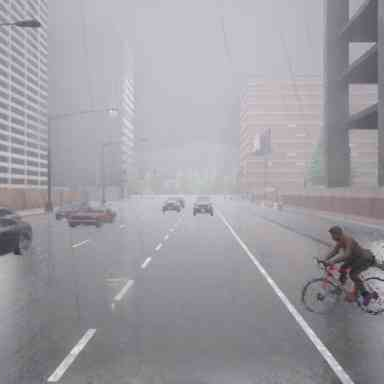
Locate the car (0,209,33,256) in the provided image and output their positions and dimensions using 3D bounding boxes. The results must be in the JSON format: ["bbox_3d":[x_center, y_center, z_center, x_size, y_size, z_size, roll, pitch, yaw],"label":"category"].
[{"bbox_3d":[-6.812,1.491,10.284,2.128,1.511,4.902,0,0,2],"label":"car"}]

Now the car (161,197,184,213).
[{"bbox_3d":[-2.240,1.524,37.696,1.812,1.442,4.674,0,0,2],"label":"car"}]

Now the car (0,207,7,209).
[{"bbox_3d":[-10.130,1.506,16.039,1.837,1.490,4.892,0,-1,2],"label":"car"}]

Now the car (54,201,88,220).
[{"bbox_3d":[-9.728,1.504,27.795,1.837,1.490,4.892,0,0,2],"label":"car"}]

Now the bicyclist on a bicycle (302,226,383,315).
[{"bbox_3d":[2.817,1.446,6.075,1.656,1.620,0.582,-2,0,2],"label":"bicyclist on a bicycle"}]

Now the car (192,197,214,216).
[{"bbox_3d":[1.105,1.524,32.921,1.812,1.442,4.674,0,0,2],"label":"car"}]

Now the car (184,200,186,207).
[{"bbox_3d":[-1.950,1.502,47.036,1.837,1.490,4.892,0,0,2],"label":"car"}]

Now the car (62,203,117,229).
[{"bbox_3d":[-6.437,1.600,21.853,1.895,1.301,4.718,0,0,2],"label":"car"}]
